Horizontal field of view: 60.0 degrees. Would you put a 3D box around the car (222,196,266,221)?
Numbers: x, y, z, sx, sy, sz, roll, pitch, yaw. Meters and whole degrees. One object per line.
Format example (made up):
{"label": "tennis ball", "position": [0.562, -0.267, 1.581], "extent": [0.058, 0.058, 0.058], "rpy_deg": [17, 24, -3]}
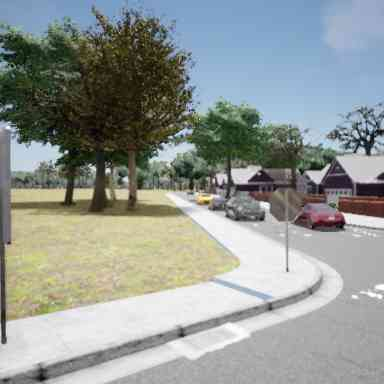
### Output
{"label": "car", "position": [3.888, 1.110, 24.831], "extent": [2.097, 1.767, 4.553], "rpy_deg": [-1, 1, -6]}

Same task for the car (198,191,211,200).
{"label": "car", "position": [2.440, 0.655, 65.886], "extent": [1.837, 1.490, 4.892], "rpy_deg": [-1, 1, -6]}

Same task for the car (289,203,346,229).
{"label": "car", "position": [7.336, 1.362, 19.983], "extent": [1.994, 1.385, 4.181], "rpy_deg": [-1, 1, -6]}

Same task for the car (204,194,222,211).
{"label": "car", "position": [2.850, 1.188, 34.768], "extent": [1.994, 1.385, 4.181], "rpy_deg": [-1, 1, -6]}

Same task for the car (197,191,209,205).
{"label": "car", "position": [1.764, 0.961, 45.135], "extent": [1.882, 1.535, 5.008], "rpy_deg": [-1, 1, -6]}

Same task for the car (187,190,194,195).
{"label": "car", "position": [-0.455, 0.203, 93.400], "extent": [1.812, 1.442, 4.674], "rpy_deg": [-1, 1, -6]}
